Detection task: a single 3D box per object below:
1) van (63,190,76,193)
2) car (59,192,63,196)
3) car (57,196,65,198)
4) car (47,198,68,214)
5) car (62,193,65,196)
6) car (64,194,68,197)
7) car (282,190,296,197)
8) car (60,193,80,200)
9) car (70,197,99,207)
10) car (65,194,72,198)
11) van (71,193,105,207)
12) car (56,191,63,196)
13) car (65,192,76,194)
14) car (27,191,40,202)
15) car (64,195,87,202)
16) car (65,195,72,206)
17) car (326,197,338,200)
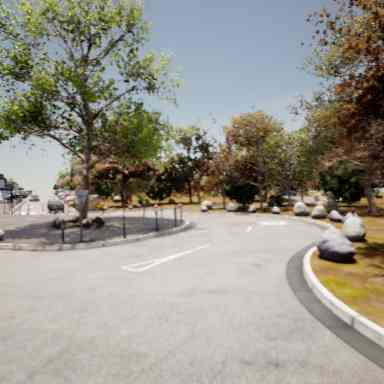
[{"bbox_3d":[-26.970,1.162,76.748,4.442,1.987,1.878,-1,1,-24],"label":"van"},{"bbox_3d":[-29.378,1.330,81.755,4.792,1.488,2.163,-1,1,-24],"label":"car"},{"bbox_3d":[-21.741,1.853,52.440,2.128,1.511,4.902,-1,1,-24],"label":"car"},{"bbox_3d":[-17.606,1.966,43.290,1.837,1.490,4.892,0,0,-24],"label":"car"},{"bbox_3d":[-24.804,1.478,71.640,5.008,1.535,2.097,-1,1,-24],"label":"car"},{"bbox_3d":[-21.380,1.614,64.051,5.008,1.535,2.097,-1,1,-24],"label":"car"},{"bbox_3d":[21.996,0.296,77.112,1.882,1.535,5.008,-1,1,-24],"label":"car"},{"bbox_3d":[-32.739,1.197,89.373,4.792,1.488,2.163,-1,1,-24],"label":"car"},{"bbox_3d":[-19.083,1.735,59.000,4.792,1.488,2.163,-1,1,-24],"label":"car"},{"bbox_3d":[-20.253,1.661,61.515,4.892,1.521,2.231,-1,1,-24],"label":"car"},{"bbox_3d":[-15.804,1.620,51.343,4.442,1.987,1.878,-1,1,-24],"label":"van"},{"bbox_3d":[-31.797,1.211,86.753,5.366,1.575,1.946,-1,1,-24],"label":"car"},{"bbox_3d":[-22.495,1.443,66.590,4.553,1.767,2.185,-1,1,-24],"label":"car"},{"bbox_3d":[-35.992,1.290,76.209,2.097,1.767,4.553,-1,1,-24],"label":"car"},{"bbox_3d":[-25.941,1.474,74.174,4.674,1.452,2.002,-1,1,-24],"label":"car"},{"bbox_3d":[-18.142,1.751,56.381,5.366,1.575,1.946,-1,1,-24],"label":"car"},{"bbox_3d":[24.850,0.756,58.773,1.994,1.385,4.181,-2,0,24],"label":"car"}]
